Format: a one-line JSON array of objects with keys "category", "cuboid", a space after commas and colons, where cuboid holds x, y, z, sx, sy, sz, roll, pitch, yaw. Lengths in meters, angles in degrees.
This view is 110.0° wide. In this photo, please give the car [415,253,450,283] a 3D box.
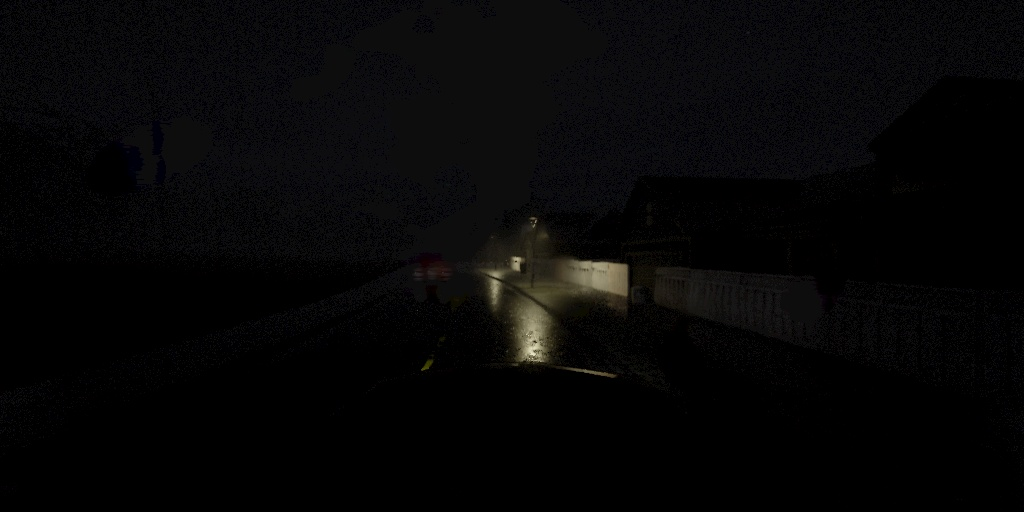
[{"category": "car", "cuboid": [-5.833, 0.777, 26.345, 2.150, 2.045, 5.566, 0, 1, -12]}]

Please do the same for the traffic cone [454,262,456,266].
[{"category": "traffic cone", "cuboid": [-10.057, 1.393, 62.830, 0.340, 0.580, 0.340, 0, 0, 4]}]

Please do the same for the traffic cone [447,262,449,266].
[{"category": "traffic cone", "cuboid": [-10.333, 1.379, 57.725, 0.340, 0.580, 0.340, 0, 0, 2]}]
